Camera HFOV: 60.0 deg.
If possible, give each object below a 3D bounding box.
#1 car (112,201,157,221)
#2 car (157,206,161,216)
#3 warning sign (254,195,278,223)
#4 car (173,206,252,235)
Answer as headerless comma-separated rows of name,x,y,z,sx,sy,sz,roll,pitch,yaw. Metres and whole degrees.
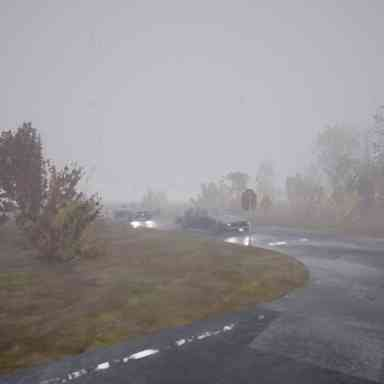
car,-4.975,1.574,27.443,1.994,1.385,4.181,0,0,-36
car,-4.782,1.586,32.624,1.994,1.385,4.181,0,0,-35
warning sign,5.161,1.133,23.170,1.300,1.860,1.060,0,0,-36
car,0.971,1.548,19.141,2.033,1.411,5.357,0,0,-35
